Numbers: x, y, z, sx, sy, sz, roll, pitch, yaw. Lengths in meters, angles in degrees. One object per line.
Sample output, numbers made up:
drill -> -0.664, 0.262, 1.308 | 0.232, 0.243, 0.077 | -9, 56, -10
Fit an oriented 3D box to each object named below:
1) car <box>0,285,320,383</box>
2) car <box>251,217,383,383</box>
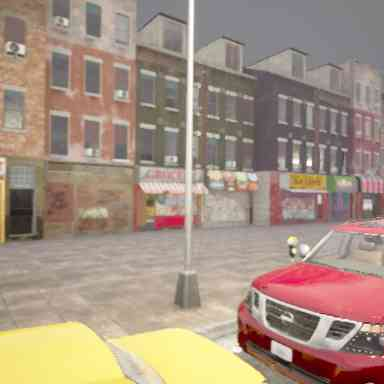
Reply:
car -> -1.586, 1.521, 1.675 | 4.829, 1.417, 1.752 | 1, 0, -36
car -> 2.986, 1.364, 4.935 | 5.009, 1.841, 2.192 | 1, 0, -36
